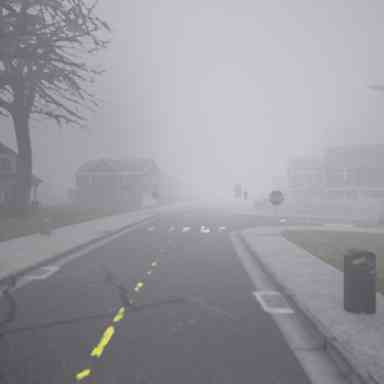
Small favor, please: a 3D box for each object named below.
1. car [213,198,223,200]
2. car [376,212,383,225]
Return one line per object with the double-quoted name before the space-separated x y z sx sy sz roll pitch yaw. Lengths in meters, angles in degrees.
"car" 5.811 1.484 73.407 2.033 1.411 5.357 0 0 13
"car" 14.178 1.617 20.078 5.357 1.411 2.033 0 0 26
